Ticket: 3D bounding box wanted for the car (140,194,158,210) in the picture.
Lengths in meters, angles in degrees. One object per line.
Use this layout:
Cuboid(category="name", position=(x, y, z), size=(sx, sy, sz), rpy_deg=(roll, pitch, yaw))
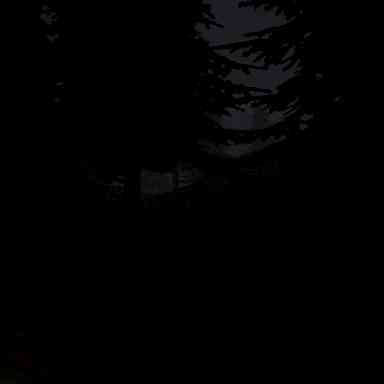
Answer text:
Cuboid(category="car", position=(-6.466, 1.203, 39.262), size=(2.150, 2.045, 5.566), rpy_deg=(0, 0, 37))
